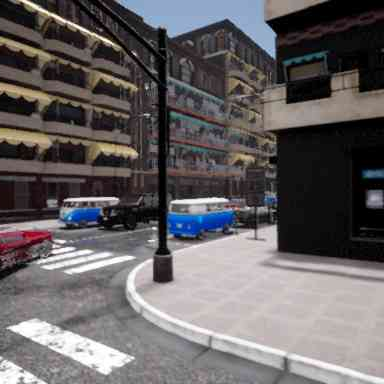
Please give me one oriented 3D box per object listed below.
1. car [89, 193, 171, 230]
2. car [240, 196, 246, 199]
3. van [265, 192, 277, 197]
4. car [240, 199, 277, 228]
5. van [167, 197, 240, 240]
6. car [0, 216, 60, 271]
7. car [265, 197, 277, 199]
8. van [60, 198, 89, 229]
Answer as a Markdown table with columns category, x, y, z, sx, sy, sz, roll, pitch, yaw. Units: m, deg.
| category | x | y | z | sx | sy | sz | roll | pitch | yaw |
| --- | --- | --- | --- | --- | --- | --- | --- | --- | --- |
| car | -3.276 | 1.105 | 20.797 | 2.150 | 2.045 | 5.566 | 0 | 1 | 34 |
| car | 4.007 | 1.310 | 31.129 | 1.895 | 1.301 | 4.718 | 0 | 1 | 35 |
| van | 9.777 | 0.872 | 43.822 | 1.690 | 1.788 | 3.998 | 1 | 1 | 35 |
| car | 3.727 | 1.358 | 20.653 | 2.008 | 1.369 | 4.403 | 1 | 1 | 35 |
| van | 0.505 | 1.226 | 16.068 | 1.690 | 1.788 | 3.998 | 1 | 1 | 35 |
| car | -5.910 | 1.656 | 9.795 | 1.895 | 1.301 | 4.718 | -1 | 0 | 1 |
| car | 6.949 | 1.296 | 25.236 | 1.947 | 1.339 | 4.313 | 1 | 1 | 35 |
| van | -6.333 | 1.257 | 20.912 | 1.690 | 1.788 | 3.998 | 1 | 1 | 35 |
